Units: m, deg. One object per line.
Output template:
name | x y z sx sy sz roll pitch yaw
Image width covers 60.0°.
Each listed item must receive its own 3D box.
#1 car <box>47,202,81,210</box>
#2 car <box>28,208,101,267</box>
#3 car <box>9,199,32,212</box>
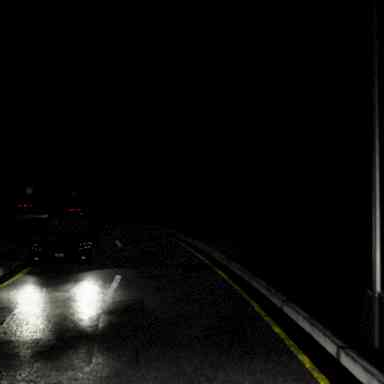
car | -11.623 1.680 30.352 1.837 1.490 4.892 1 0 -44
car | -4.360 1.568 12.043 1.882 1.535 5.008 1 -1 -12
car | -20.399 1.518 37.946 5.357 1.411 2.033 2 0 34
